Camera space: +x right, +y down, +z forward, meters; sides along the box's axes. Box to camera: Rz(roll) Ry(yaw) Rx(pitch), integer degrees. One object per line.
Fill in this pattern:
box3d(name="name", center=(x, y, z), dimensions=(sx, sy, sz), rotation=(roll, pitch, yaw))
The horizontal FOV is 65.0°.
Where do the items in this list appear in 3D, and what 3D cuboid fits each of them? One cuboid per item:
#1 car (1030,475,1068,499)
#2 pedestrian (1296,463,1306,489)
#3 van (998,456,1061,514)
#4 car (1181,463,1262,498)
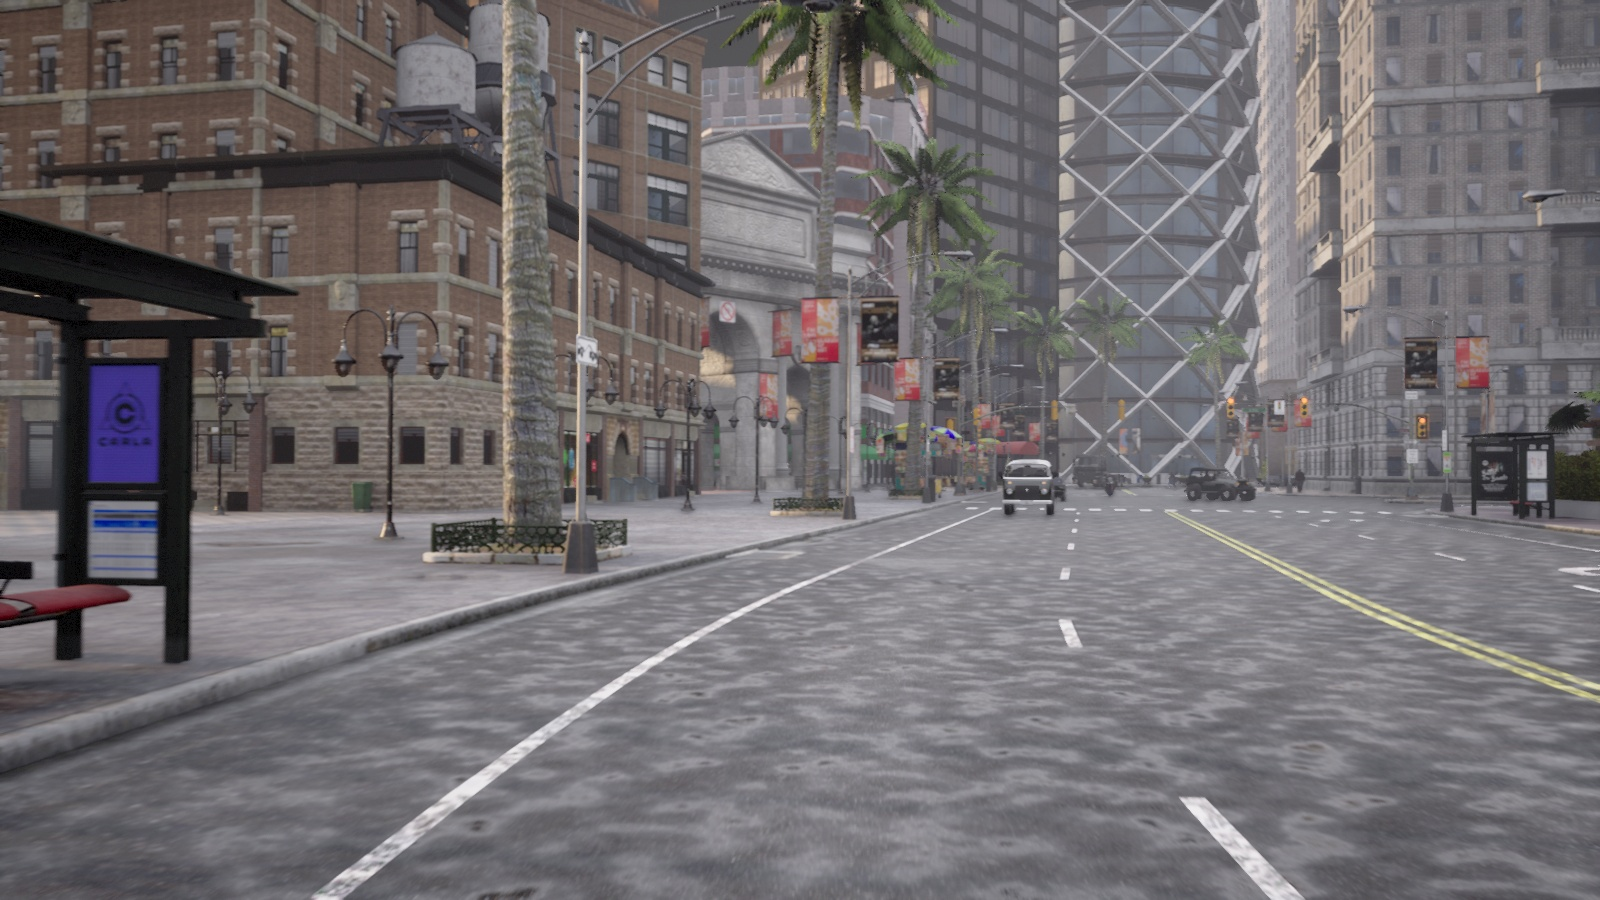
box3d(name="car", center=(13.826, 2.029, 69.484), dimensions=(1.895, 1.301, 4.718), rotation=(0, -1, 13))
box3d(name="pedestrian", center=(35.988, 1.852, 90.181), dimensions=(0.634, 1.844, 0.899), rotation=(-1, -1, 18))
box3d(name="van", center=(8.535, 1.286, 46.478), dimensions=(2.069, 2.038, 4.480), rotation=(0, -1, 13))
box3d(name="car", center=(23.279, 1.690, 69.483), dimensions=(1.905, 1.878, 3.866), rotation=(0, -1, -32))
